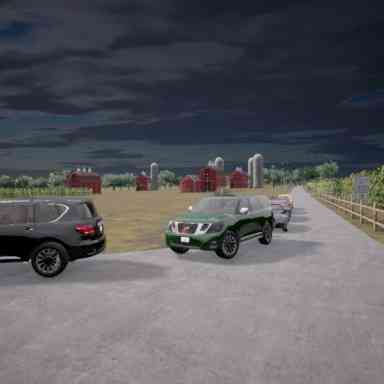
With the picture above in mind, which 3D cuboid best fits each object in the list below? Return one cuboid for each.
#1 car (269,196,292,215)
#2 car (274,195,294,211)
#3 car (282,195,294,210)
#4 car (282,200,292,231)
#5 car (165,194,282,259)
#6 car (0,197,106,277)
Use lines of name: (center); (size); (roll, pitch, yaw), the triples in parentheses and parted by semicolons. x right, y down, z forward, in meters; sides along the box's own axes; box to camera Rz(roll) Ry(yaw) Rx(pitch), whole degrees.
car: (8.260, 1.181, 30.720); (1.837, 1.490, 4.892); (0, 0, 18)
car: (10.086, 1.089, 36.419); (1.882, 1.535, 5.008); (0, 1, 18)
car: (6.323, 1.221, 24.679); (1.882, 1.535, 5.008); (0, 1, 18)
car: (4.460, 1.369, 18.949); (1.994, 1.385, 4.181); (0, 0, 18)
car: (1.329, 1.100, 12.631); (2.150, 2.045, 5.566); (0, 0, 34)
car: (-5.340, 1.222, 9.572); (5.566, 2.045, 2.150); (-1, 1, -4)
